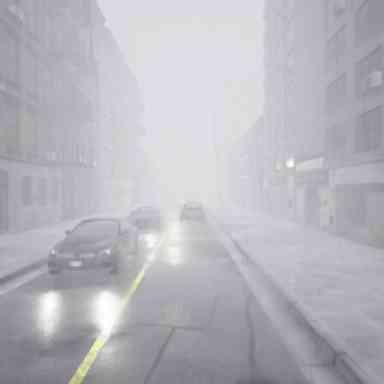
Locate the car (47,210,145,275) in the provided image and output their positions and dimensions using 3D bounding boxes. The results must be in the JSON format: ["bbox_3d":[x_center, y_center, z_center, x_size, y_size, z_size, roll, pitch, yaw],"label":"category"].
[{"bbox_3d":[-2.857,1.526,10.593,1.812,1.442,4.674,0,0,1],"label":"car"}]

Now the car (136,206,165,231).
[{"bbox_3d":[-2.762,1.569,20.281,1.994,1.385,4.181,0,0,0],"label":"car"}]

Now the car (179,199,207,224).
[{"bbox_3d":[0.061,1.500,24.672,2.128,1.511,4.902,0,0,0],"label":"car"}]
